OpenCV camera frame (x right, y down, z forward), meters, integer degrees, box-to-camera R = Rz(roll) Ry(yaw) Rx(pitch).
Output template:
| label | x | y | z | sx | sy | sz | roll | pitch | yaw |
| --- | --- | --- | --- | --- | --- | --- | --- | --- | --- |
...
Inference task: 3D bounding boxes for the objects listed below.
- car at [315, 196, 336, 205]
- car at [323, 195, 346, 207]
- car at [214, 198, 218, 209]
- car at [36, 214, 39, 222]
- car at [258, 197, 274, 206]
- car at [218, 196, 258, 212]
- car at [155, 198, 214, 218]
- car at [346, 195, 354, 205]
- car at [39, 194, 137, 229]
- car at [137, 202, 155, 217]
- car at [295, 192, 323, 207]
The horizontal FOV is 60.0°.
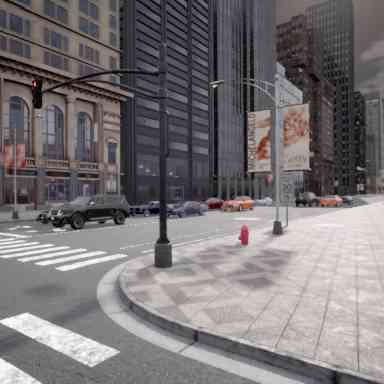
| label | x | y | z | sx | sy | sz | roll | pitch | yaw |
| --- | --- | --- | --- | --- | --- | --- | --- | --- | --- |
| car | 22.869 | 1.396 | 56.918 | 2.033 | 1.411 | 5.357 | -1 | 0 | 35 |
| car | 19.914 | 1.187 | 47.162 | 2.097 | 1.767 | 4.553 | -1 | 0 | 36 |
| car | 1.928 | 1.417 | 39.026 | 1.882 | 1.535 | 5.008 | -1 | 0 | 36 |
| car | -8.859 | 1.549 | 23.876 | 1.994 | 1.385 | 4.181 | -1 | 0 | 35 |
| car | 11.243 | 1.477 | 51.959 | 1.812 | 1.442 | 4.674 | -1 | 0 | 35 |
| car | 5.359 | 1.264 | 38.211 | 2.097 | 1.767 | 4.553 | -1 | 0 | 36 |
| car | -0.558 | 1.484 | 29.938 | 2.033 | 1.411 | 5.357 | -1 | 0 | 35 |
| car | 25.299 | 1.330 | 54.727 | 1.837 | 1.490 | 4.892 | -1 | 0 | 35 |
| car | -6.503 | 1.185 | 21.587 | 2.150 | 2.045 | 5.566 | -1 | 0 | 35 |
| car | -3.786 | 1.564 | 31.008 | 1.895 | 1.301 | 4.718 | -1 | 0 | 35 |
| car | 16.776 | 1.081 | 48.362 | 2.150 | 2.045 | 5.566 | -1 | 0 | 36 |
